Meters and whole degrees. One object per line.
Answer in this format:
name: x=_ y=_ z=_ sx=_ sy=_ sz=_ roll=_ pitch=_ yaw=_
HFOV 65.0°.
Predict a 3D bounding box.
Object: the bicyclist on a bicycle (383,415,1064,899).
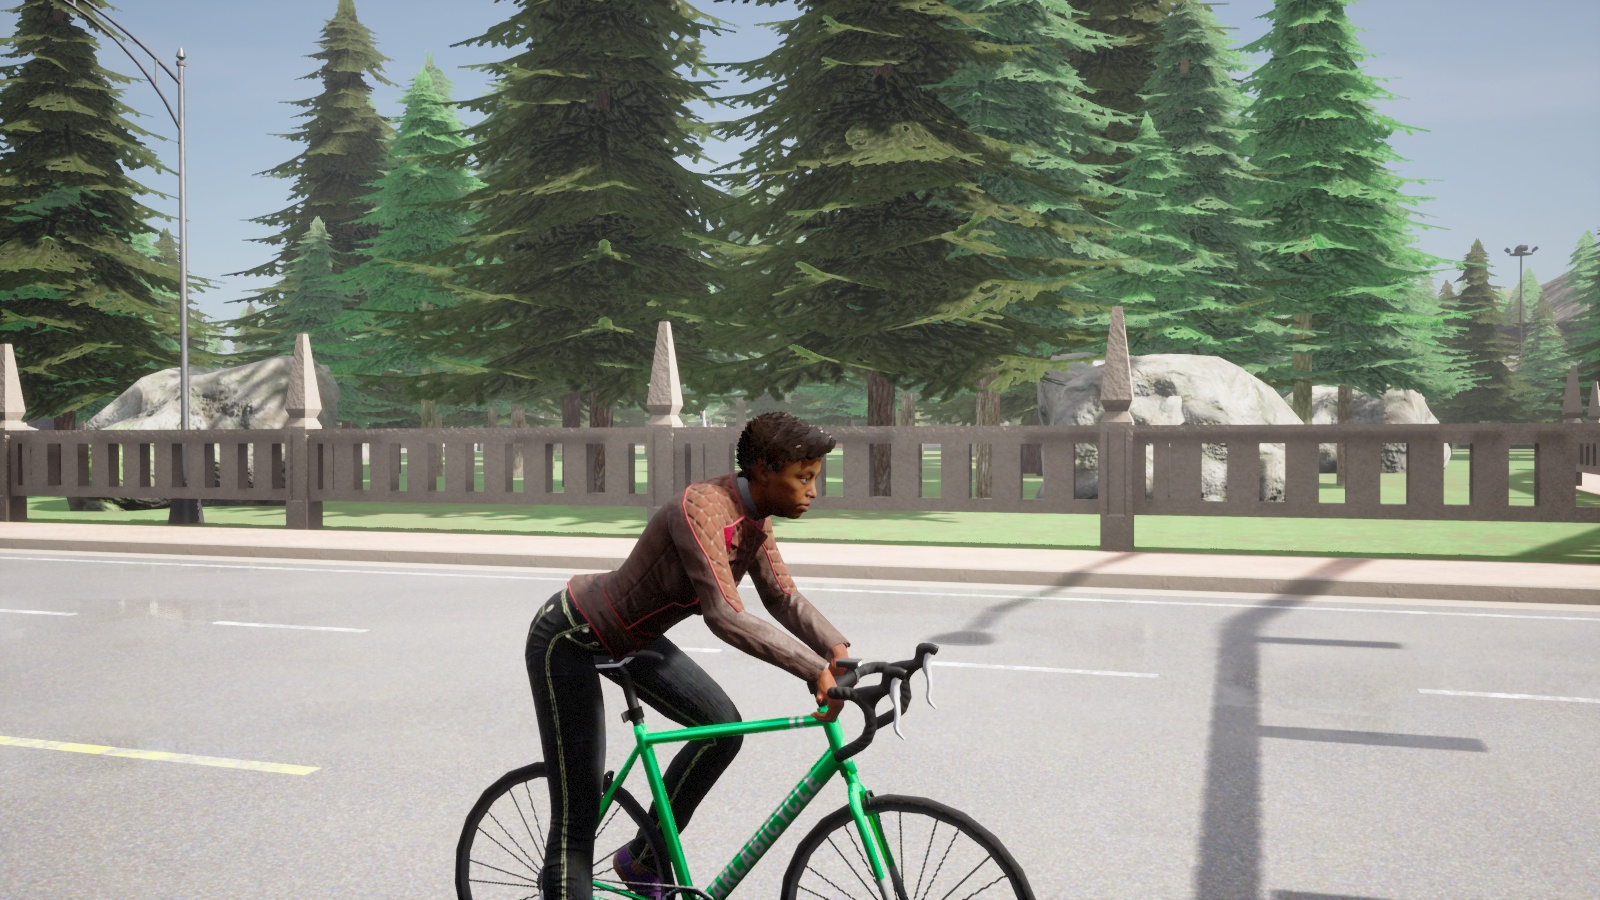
bicyclist on a bicycle: x=-0.200 y=0.726 z=3.259 sx=1.656 sy=1.620 sz=0.582 roll=1 pitch=1 yaw=19
